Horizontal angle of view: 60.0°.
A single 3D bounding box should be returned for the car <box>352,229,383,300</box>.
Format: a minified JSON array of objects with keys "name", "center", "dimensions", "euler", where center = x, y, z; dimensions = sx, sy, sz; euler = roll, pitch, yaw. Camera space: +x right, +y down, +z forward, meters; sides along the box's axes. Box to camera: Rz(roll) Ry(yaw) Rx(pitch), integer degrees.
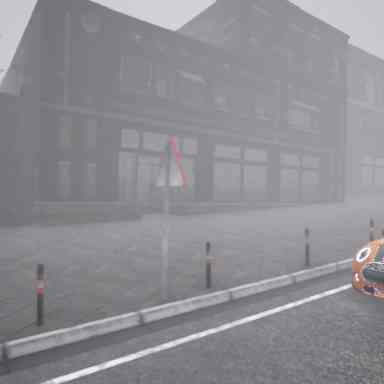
[{"name":"car","center":[5.500,1.238,7.257],"dimensions":[4.553,1.767,2.097],"euler":[-1,1,-35]}]
